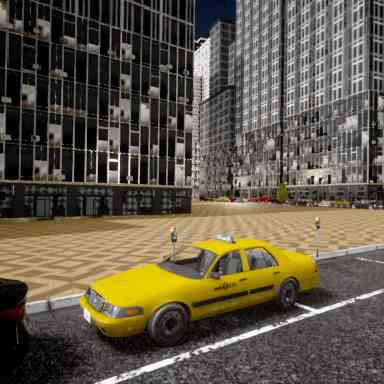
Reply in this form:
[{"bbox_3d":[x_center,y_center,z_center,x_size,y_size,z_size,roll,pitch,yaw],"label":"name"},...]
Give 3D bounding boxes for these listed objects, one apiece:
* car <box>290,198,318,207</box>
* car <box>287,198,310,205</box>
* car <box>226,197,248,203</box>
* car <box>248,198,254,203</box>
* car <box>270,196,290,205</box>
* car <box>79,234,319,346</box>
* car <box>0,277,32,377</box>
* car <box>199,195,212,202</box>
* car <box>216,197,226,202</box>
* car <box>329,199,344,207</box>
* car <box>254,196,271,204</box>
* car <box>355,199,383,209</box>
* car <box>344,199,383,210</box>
[{"bbox_3d":[18.374,1.715,53.559,2.008,1.369,4.403,1,-1,-22],"label":"car"},{"bbox_3d":[21.445,1.926,66.907,2.008,1.369,4.403,1,-1,-22],"label":"car"},{"bbox_3d":[9.938,1.729,74.275,1.967,1.590,4.097,1,-1,-22],"label":"car"},{"bbox_3d":[15.114,2.051,82.450,1.802,1.307,4.206,1,-1,-22],"label":"car"},{"bbox_3d":[16.266,1.636,58.739,1.967,1.590,4.097,1,-1,-22],"label":"car"},{"bbox_3d":[0.420,1.528,6.330,4.829,1.417,1.752,0,1,-35],"label":"car"},{"bbox_3d":[-3.944,1.565,3.272,4.313,1.339,1.947,0,1,-36],"label":"car"},{"bbox_3d":[3.612,1.698,89.813,2.192,1.841,5.009,1,-1,-22],"label":"car"},{"bbox_3d":[7.892,1.845,79.296,1.752,1.417,4.829,1,-1,-22],"label":"car"},{"bbox_3d":[25.601,1.839,56.702,1.752,1.417,4.829,1,-1,-22],"label":"car"},{"bbox_3d":[17.228,1.753,77.272,2.192,1.841,5.009,1,-1,-22],"label":"car"},{"bbox_3d":[27.776,1.833,51.363,2.008,1.369,4.403,1,-1,-22],"label":"car"},{"bbox_3d":[22.592,1.653,43.201,2.008,1.369,4.403,1,-1,-22],"label":"car"}]
